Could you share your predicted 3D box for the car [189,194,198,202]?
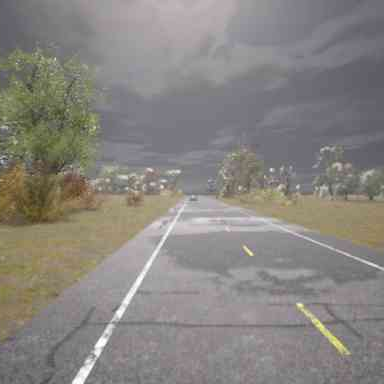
[{"bbox_3d":[0.400,1.669,79.952,1.994,1.385,4.181,0,0,0],"label":"car"}]
